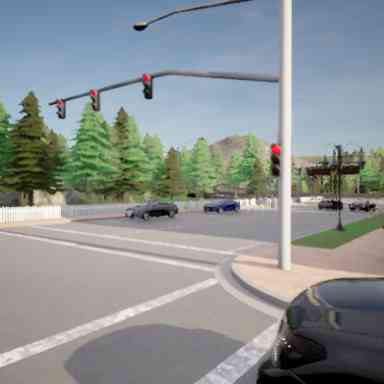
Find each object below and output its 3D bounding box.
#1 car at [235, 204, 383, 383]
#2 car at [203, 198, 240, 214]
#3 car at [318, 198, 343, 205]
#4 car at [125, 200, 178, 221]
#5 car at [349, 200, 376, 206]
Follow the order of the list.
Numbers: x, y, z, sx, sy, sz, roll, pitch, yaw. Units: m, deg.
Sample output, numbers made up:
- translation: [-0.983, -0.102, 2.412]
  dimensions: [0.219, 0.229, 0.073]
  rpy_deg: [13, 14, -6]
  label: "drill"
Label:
- translation: [3.153, 1.229, 1.789]
  dimensions: [5.566, 2.045, 2.150]
  rpy_deg: [0, 0, 38]
  label: "car"
- translation: [3.118, 1.400, 34.456]
  dimensions: [1.882, 1.535, 5.008]
  rpy_deg: [0, 0, 39]
  label: "car"
- translation: [16.666, 1.449, 39.973]
  dimensions: [2.128, 1.511, 4.902]
  rpy_deg: [0, 0, 38]
  label: "car"
- translation: [-3.153, 1.411, 26.577]
  dimensions: [2.128, 1.511, 4.902]
  rpy_deg: [0, 0, 38]
  label: "car"
- translation: [19.258, 1.574, 37.469]
  dimensions: [1.895, 1.301, 4.718]
  rpy_deg: [0, 0, 40]
  label: "car"
